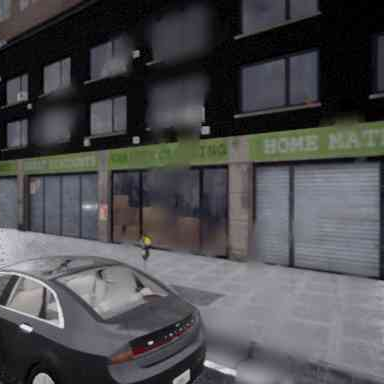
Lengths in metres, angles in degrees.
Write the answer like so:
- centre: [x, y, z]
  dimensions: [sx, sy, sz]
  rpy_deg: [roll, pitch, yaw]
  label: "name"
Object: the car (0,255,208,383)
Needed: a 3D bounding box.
- centre: [-1.876, 1.536, 4.419]
  dimensions: [4.403, 1.369, 2.008]
  rpy_deg: [0, 0, 35]
  label: "car"
